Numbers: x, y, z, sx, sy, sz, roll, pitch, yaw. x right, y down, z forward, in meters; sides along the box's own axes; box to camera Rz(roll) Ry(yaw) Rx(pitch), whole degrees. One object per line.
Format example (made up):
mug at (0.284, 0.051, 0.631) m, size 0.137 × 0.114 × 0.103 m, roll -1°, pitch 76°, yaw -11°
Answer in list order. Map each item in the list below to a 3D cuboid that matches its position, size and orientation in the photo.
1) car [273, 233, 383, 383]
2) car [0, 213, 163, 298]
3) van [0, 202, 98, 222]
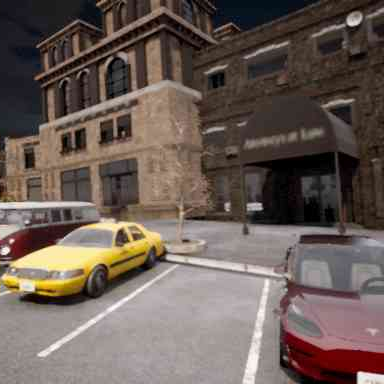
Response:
car at (2.494, 1.530, 5.615) m, size 2.163 × 1.488 × 4.792 m, roll 0°, pitch -1°, yaw 16°
car at (-2.415, 1.516, 8.948) m, size 1.946 × 1.575 × 5.366 m, roll 0°, pitch -1°, yaw 16°
van at (-4.828, 1.312, 10.761) m, size 1.878 × 1.987 × 4.442 m, roll 0°, pitch -1°, yaw 16°
